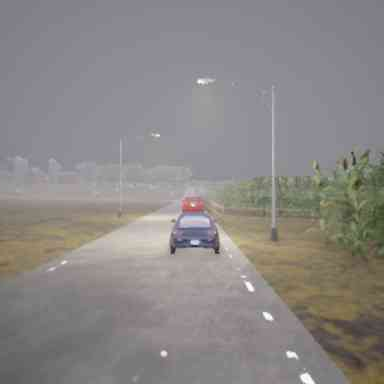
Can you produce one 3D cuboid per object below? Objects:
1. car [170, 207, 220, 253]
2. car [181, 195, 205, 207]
[{"bbox_3d":[0.103,1.562,13.711,1.812,1.442,4.674,0,0,0],"label":"car"},{"bbox_3d":[0.109,1.357,33.420,2.150,2.045,5.566,0,0,0],"label":"car"}]
